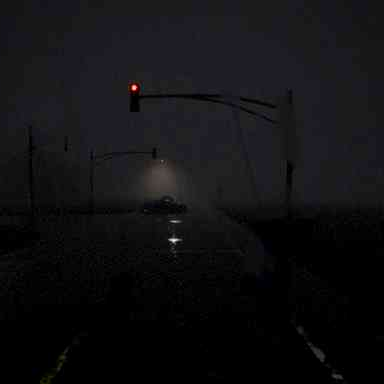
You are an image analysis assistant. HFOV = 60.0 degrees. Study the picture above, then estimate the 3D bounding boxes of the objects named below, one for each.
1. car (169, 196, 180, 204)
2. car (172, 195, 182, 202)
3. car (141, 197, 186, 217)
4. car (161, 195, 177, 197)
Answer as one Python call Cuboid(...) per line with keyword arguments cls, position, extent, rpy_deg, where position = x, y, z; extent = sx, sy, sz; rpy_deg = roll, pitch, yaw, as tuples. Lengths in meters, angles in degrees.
Cuboid(cls="car", position=(-3.351, 1.464, 63.293), extent=(1.812, 1.442, 4.674), rpy_deg=(0, 0, 1))
Cuboid(cls="car", position=(-3.262, 1.468, 73.401), extent=(1.994, 1.385, 4.181), rpy_deg=(0, 0, 0))
Cuboid(cls="car", position=(-2.570, 1.459, 31.024), extent=(2.128, 1.511, 4.902), rpy_deg=(1, 0, 40))
Cuboid(cls="car", position=(-3.449, 1.320, 43.560), extent=(2.097, 1.767, 4.553), rpy_deg=(0, 0, 0))
